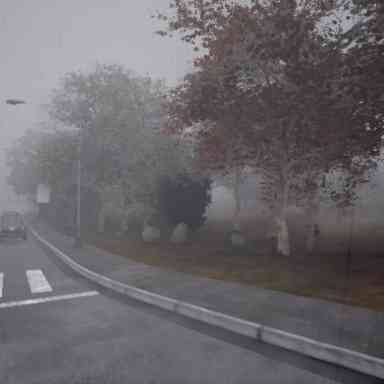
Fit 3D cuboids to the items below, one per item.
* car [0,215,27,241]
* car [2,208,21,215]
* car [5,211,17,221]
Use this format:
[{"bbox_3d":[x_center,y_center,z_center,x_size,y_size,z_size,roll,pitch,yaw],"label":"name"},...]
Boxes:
[{"bbox_3d":[-14.899,3.010,27.519,2.097,1.767,4.553,1,-4,-29],"label":"car"},{"bbox_3d":[-23.967,3.561,44.130,2.150,2.045,5.566,1,-3,-29],"label":"car"},{"bbox_3d":[-33.493,4.375,61.446,1.882,1.535,5.008,1,-2,-29],"label":"car"}]
